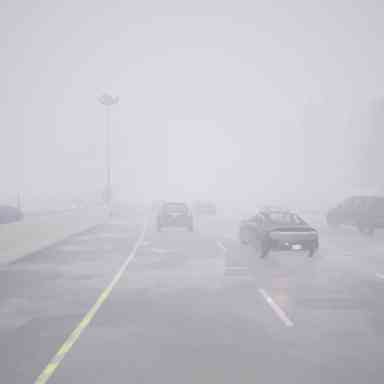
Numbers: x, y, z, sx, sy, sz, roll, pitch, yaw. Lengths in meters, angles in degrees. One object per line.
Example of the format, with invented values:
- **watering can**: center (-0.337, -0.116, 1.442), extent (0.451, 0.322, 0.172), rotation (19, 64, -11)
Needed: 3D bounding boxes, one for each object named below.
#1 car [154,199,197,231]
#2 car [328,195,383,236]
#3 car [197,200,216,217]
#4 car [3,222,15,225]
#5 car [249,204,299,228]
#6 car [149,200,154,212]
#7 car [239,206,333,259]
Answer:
- **car**: center (-1.162, 1.355, 20.784), extent (2.097, 1.767, 4.553), rotation (0, 0, -6)
- **car**: center (9.647, 1.202, 18.457), extent (2.150, 2.045, 5.566), rotation (0, 0, -5)
- **car**: center (0.988, 1.491, 31.239), extent (2.128, 1.511, 4.902), rotation (0, 0, -9)
- **car**: center (-11.809, 1.503, 19.961), extent (1.882, 1.535, 5.008), rotation (0, 0, -6)
- **car**: center (5.619, 1.590, 23.374), extent (1.895, 1.301, 4.718), rotation (0, 0, -6)
- **car**: center (-3.937, 1.557, 39.136), extent (2.033, 1.411, 5.357), rotation (0, 0, -11)
- **car**: center (3.074, 1.486, 12.640), extent (2.128, 1.511, 4.902), rotation (0, 0, -3)
